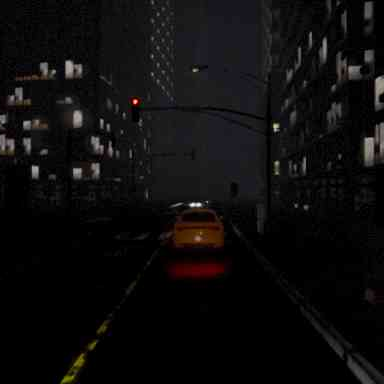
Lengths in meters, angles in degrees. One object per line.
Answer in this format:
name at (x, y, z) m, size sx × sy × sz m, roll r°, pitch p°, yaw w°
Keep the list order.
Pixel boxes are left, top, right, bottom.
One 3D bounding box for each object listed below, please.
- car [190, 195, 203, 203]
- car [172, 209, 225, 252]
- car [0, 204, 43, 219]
car at (0.831, 1.214, 59.987) m, size 2.128 × 1.511 × 4.902 m, roll 0°, pitch 0°, yaw 8°
car at (0.308, 1.425, 13.764) m, size 1.882 × 1.535 × 5.008 m, roll 0°, pitch 0°, yaw 2°
car at (-16.270, 1.740, 31.161) m, size 4.403 × 1.369 × 2.008 m, roll -1°, pitch 1°, yaw 10°
